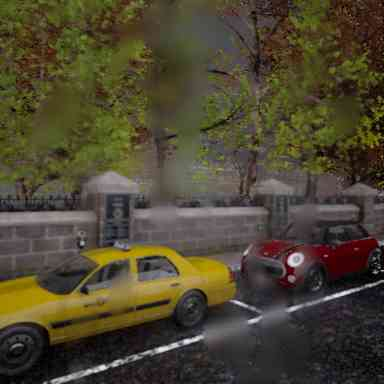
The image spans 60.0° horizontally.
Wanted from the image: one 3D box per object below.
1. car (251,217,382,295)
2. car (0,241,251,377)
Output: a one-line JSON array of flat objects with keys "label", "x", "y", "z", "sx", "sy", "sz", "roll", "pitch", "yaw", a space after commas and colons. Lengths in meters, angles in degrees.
[{"label": "car", "x": 3.223, "y": 1.502, "z": 8.855, "sx": 4.097, "sy": 1.590, "sz": 1.967, "roll": 1, "pitch": 0, "yaw": -35}, {"label": "car", "x": -1.426, "y": 1.542, "z": 5.540, "sx": 4.829, "sy": 1.417, "sz": 1.752, "roll": 1, "pitch": 0, "yaw": -35}]
